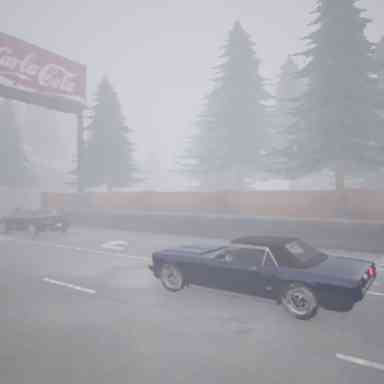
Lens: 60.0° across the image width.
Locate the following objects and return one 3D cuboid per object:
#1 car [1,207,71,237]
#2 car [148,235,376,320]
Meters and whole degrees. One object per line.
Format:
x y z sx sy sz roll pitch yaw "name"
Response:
-9.030 1.605 19.034 5.008 1.535 1.882 -1 0 35 "car"
1.291 1.626 7.371 4.718 1.301 1.895 0 0 36 "car"
